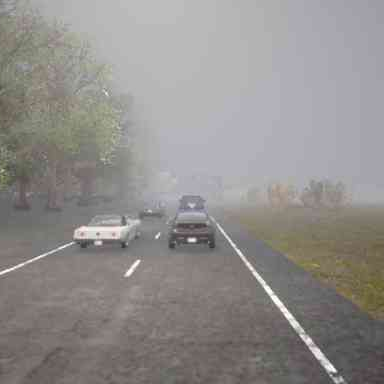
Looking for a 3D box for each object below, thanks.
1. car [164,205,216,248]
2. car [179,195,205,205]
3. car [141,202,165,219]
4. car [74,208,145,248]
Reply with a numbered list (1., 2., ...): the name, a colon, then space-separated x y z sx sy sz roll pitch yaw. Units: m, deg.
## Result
1. car: 0.000 1.518 14.652 1.837 1.490 4.892 0 0 0
2. car: 0.001 1.261 29.685 2.150 2.045 5.566 0 0 0
3. car: -3.500 1.576 29.654 1.994 1.385 4.181 0 0 0
4. car: -3.499 1.618 14.682 1.895 1.301 4.718 0 0 0
